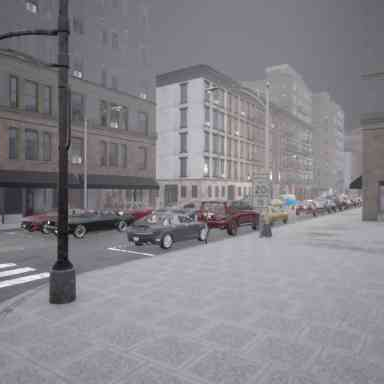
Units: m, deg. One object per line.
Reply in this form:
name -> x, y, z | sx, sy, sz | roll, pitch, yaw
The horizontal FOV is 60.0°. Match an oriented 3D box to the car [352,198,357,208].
car -> 20.884, 1.620, 45.557 | 1.802, 1.307, 4.206 | 0, 0, 35

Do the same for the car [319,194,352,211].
car -> 17.774, 1.351, 41.131 | 2.192, 1.841, 5.009 | 0, 0, 35

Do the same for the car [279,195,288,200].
car -> 11.110, 1.521, 45.608 | 1.752, 1.417, 4.829 | 0, 0, 35

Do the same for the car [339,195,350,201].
car -> 39.210, 1.557, 85.574 | 1.887, 1.381, 4.507 | 0, 0, 35

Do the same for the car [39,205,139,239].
car -> -5.314, 1.598, 17.835 | 1.895, 1.301, 4.718 | 0, 0, 32

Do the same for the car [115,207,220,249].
car -> -0.894, 1.575, 14.581 | 2.008, 1.369, 4.403 | 0, 0, 35

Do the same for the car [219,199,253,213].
car -> 4.986, 1.537, 36.897 | 1.887, 1.381, 4.507 | 0, 0, 35

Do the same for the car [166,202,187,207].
car -> 0.447, 1.505, 26.033 | 1.837, 1.490, 4.892 | 0, 0, 35

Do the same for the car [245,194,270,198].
car -> 6.421, 1.226, 34.502 | 2.150, 2.045, 5.566 | 0, 0, 35

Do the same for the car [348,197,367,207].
car -> 27.107, 1.594, 54.407 | 2.008, 1.369, 4.403 | 0, 0, 35

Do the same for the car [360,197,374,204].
car -> 33.329, 1.613, 63.258 | 1.947, 1.339, 4.313 | 0, 0, 35

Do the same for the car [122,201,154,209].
car -> -4.348, 1.426, 23.621 | 1.967, 1.590, 4.097 | 0, 0, 35

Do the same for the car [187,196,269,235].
car -> 2.218, 1.341, 19.006 | 2.192, 1.841, 5.009 | 0, 0, 35

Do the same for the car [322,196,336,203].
car -> 29.876, 1.554, 72.299 | 1.887, 1.381, 4.507 | 0, 0, 35

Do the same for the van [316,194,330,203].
van -> 26.765, 1.349, 67.873 | 1.690, 1.788, 3.998 | 0, 0, 35

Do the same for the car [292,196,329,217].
car -> 11.551, 1.472, 32.281 | 1.967, 1.590, 4.097 | 0, 0, 35

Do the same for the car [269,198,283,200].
car -> 5.815, 1.521, 28.536 | 1.837, 1.490, 4.892 | 0, 0, 35

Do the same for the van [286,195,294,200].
van -> 14.320, 1.339, 50.172 | 1.690, 1.788, 3.998 | 0, 0, 35

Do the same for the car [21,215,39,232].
car -> -7.459, 1.529, 19.197 | 1.887, 1.381, 4.507 | 0, 0, 35

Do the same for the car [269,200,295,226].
car -> 5.426, 1.553, 23.571 | 1.752, 1.417, 4.829 | 0, 0, 35

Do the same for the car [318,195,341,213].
car -> 14.662, 1.474, 36.706 | 1.967, 1.590, 4.097 | 0, 0, 35

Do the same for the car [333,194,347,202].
car -> 36.100, 1.326, 81.149 | 2.192, 1.841, 5.009 | 0, 0, 35

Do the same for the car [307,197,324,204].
car -> 23.653, 1.572, 63.448 | 1.947, 1.339, 4.313 | 0, 0, 35

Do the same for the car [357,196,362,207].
car -> 23.995, 1.606, 49.982 | 1.947, 1.339, 4.313 | 0, 0, 35
